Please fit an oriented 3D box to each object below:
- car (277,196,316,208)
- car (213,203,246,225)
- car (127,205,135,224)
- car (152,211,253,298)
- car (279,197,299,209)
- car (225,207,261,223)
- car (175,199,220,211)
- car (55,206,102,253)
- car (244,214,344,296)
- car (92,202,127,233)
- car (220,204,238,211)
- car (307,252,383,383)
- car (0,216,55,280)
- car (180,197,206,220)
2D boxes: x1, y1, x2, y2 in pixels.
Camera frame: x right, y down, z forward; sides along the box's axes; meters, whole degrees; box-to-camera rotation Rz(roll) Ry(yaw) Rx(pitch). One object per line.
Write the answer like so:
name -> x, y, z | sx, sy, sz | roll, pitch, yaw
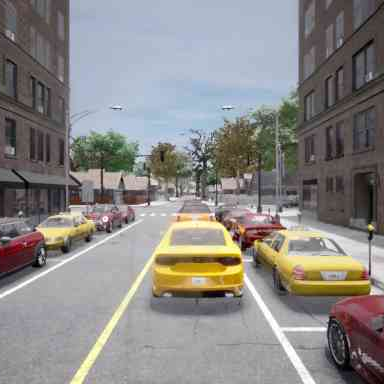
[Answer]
car -> 14.974, 1.420, 47.845 | 4.902, 1.511, 2.128 | 0, 0, 0
car -> 2.710, 1.578, 24.907 | 1.947, 1.339, 4.313 | 0, 0, 0
car -> -5.316, 1.594, 24.930 | 1.802, 1.307, 4.206 | 0, 0, 0
car -> 0.127, 1.481, 8.575 | 1.882, 1.535, 5.008 | 0, 0, 0
car -> 14.388, 1.457, 44.587 | 4.674, 1.442, 1.812 | 0, 0, 2
car -> 2.676, 1.550, 13.870 | 1.887, 1.381, 4.507 | 0, 0, 0
car -> 0.153, 1.359, 18.045 | 2.097, 1.767, 4.553 | 0, 0, 0
car -> -5.349, 1.531, 13.722 | 1.752, 1.417, 4.829 | 0, 0, 0
car -> 2.660, 1.528, 8.522 | 1.752, 1.417, 4.829 | 0, 0, 0
car -> -5.332, 1.449, 19.411 | 1.967, 1.590, 4.097 | 0, 0, 0
car -> 2.693, 1.591, 19.388 | 1.802, 1.307, 4.206 | 0, 0, 0
car -> 2.643, 1.582, 2.834 | 1.802, 1.307, 4.206 | 0, 0, 0
car -> -5.365, 1.443, 8.373 | 1.967, 1.590, 4.097 | 0, 0, 0
car -> 0.005, 1.366, 28.543 | 2.097, 1.767, 4.553 | 0, 0, -2
